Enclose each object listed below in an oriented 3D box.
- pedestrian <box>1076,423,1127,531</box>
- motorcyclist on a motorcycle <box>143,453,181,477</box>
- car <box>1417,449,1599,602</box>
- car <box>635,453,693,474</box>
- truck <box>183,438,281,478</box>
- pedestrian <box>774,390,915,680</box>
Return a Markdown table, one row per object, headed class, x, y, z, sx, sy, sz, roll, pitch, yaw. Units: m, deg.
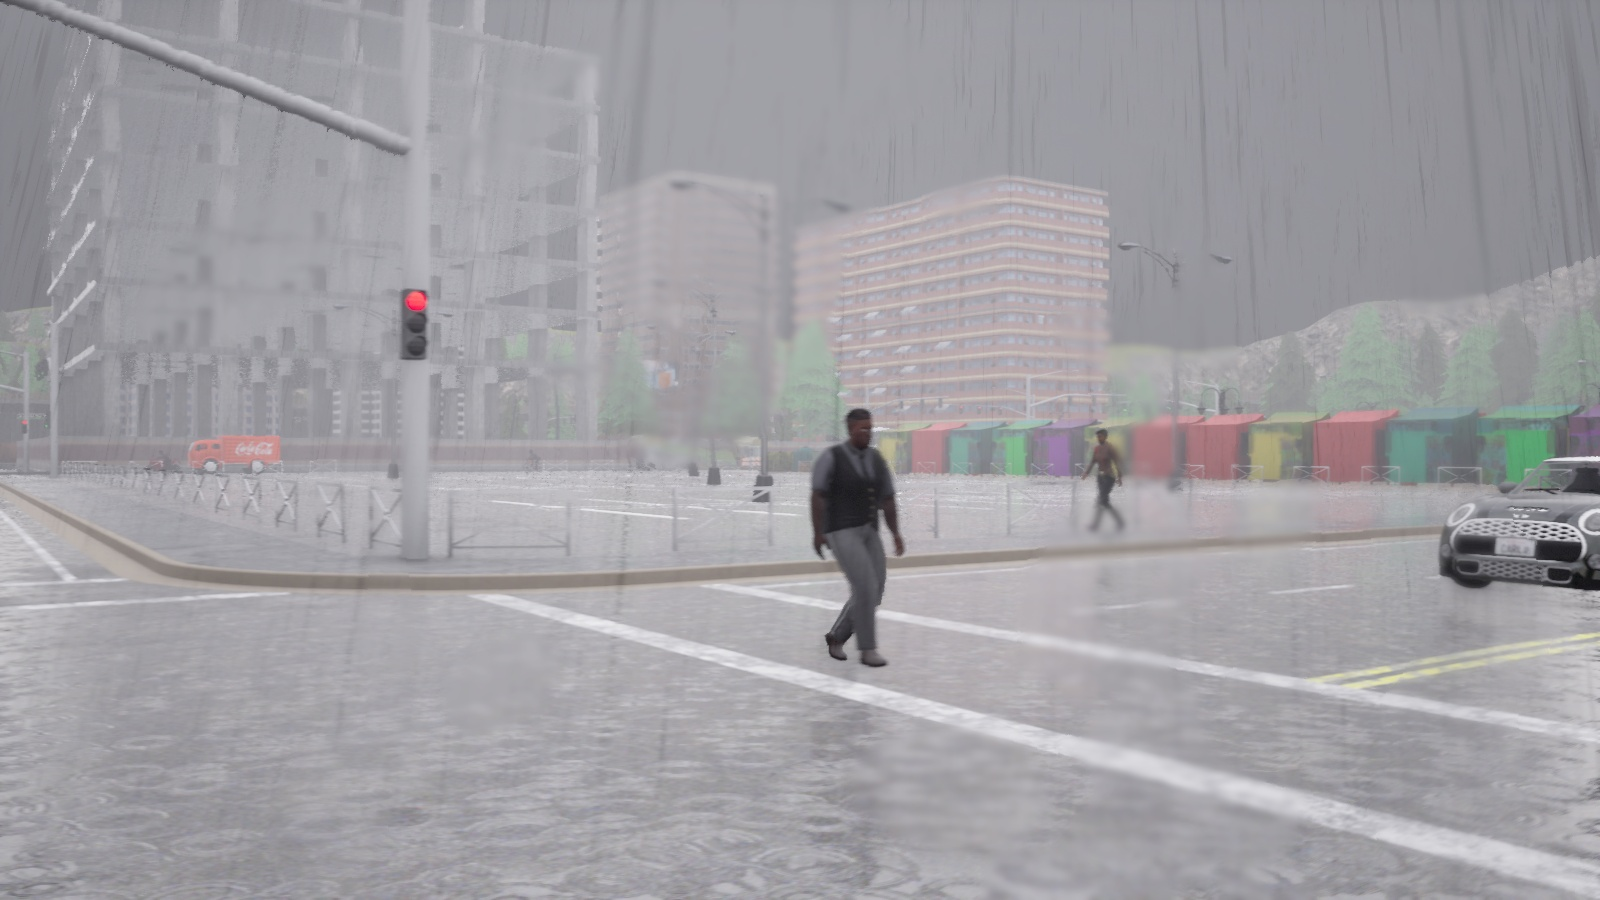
| class | x | y | z | sx | sy | sz | roll | pitch | yaw |
| --- | --- | --- | --- | --- | --- | --- | --- | --- | --- |
| pedestrian | 5.115 | 0.445 | 21.301 | 0.869 | 1.805 | 0.328 | 0 | 0 | -33 |
| motorcyclist on a motorcycle | -40.649 | 0.953 | 80.010 | 2.044 | 1.523 | 0.797 | 0 | 0 | -35 |
| car | 8.820 | 0.725 | 13.818 | 3.806 | 1.475 | 1.970 | 0 | 0 | -33 |
| car | -9.587 | 0.940 | 88.736 | 3.633 | 1.501 | 1.845 | 0 | 0 | -35 |
| truck | -35.777 | 0.468 | 79.126 | 5.204 | 2.467 | 2.627 | 0 | 0 | -35 |
| pedestrian | 0.297 | 0.554 | 8.684 | 0.563 | 1.883 | 0.849 | 0 | 0 | -36 |
